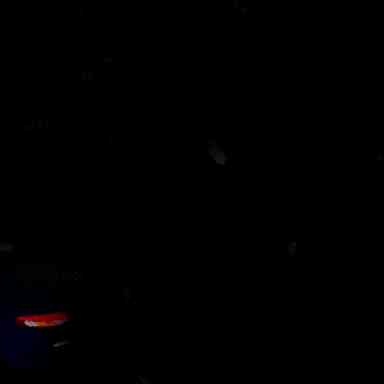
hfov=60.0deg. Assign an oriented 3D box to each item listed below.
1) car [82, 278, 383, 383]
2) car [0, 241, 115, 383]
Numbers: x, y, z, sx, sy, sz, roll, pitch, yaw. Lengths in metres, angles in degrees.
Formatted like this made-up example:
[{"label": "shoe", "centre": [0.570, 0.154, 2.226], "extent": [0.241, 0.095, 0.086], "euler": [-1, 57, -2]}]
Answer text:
[{"label": "car", "centre": [1.623, 1.517, 2.109], "extent": [4.674, 1.452, 2.002], "euler": [0, 0, 36]}, {"label": "car", "centre": [-2.932, 1.523, 5.267], "extent": [4.674, 1.452, 2.002], "euler": [0, 0, 34]}]
